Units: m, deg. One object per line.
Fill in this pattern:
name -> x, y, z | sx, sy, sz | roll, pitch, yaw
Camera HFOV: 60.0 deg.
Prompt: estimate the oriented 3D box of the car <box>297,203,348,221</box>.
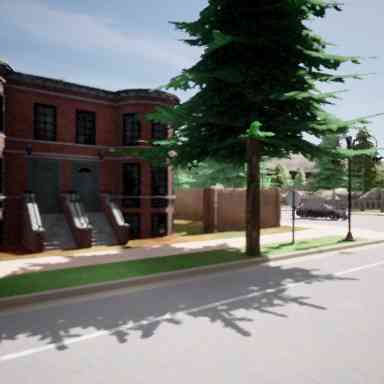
car -> 11.458, 1.702, 29.203 | 1.812, 1.442, 4.674 | 0, 0, -38
